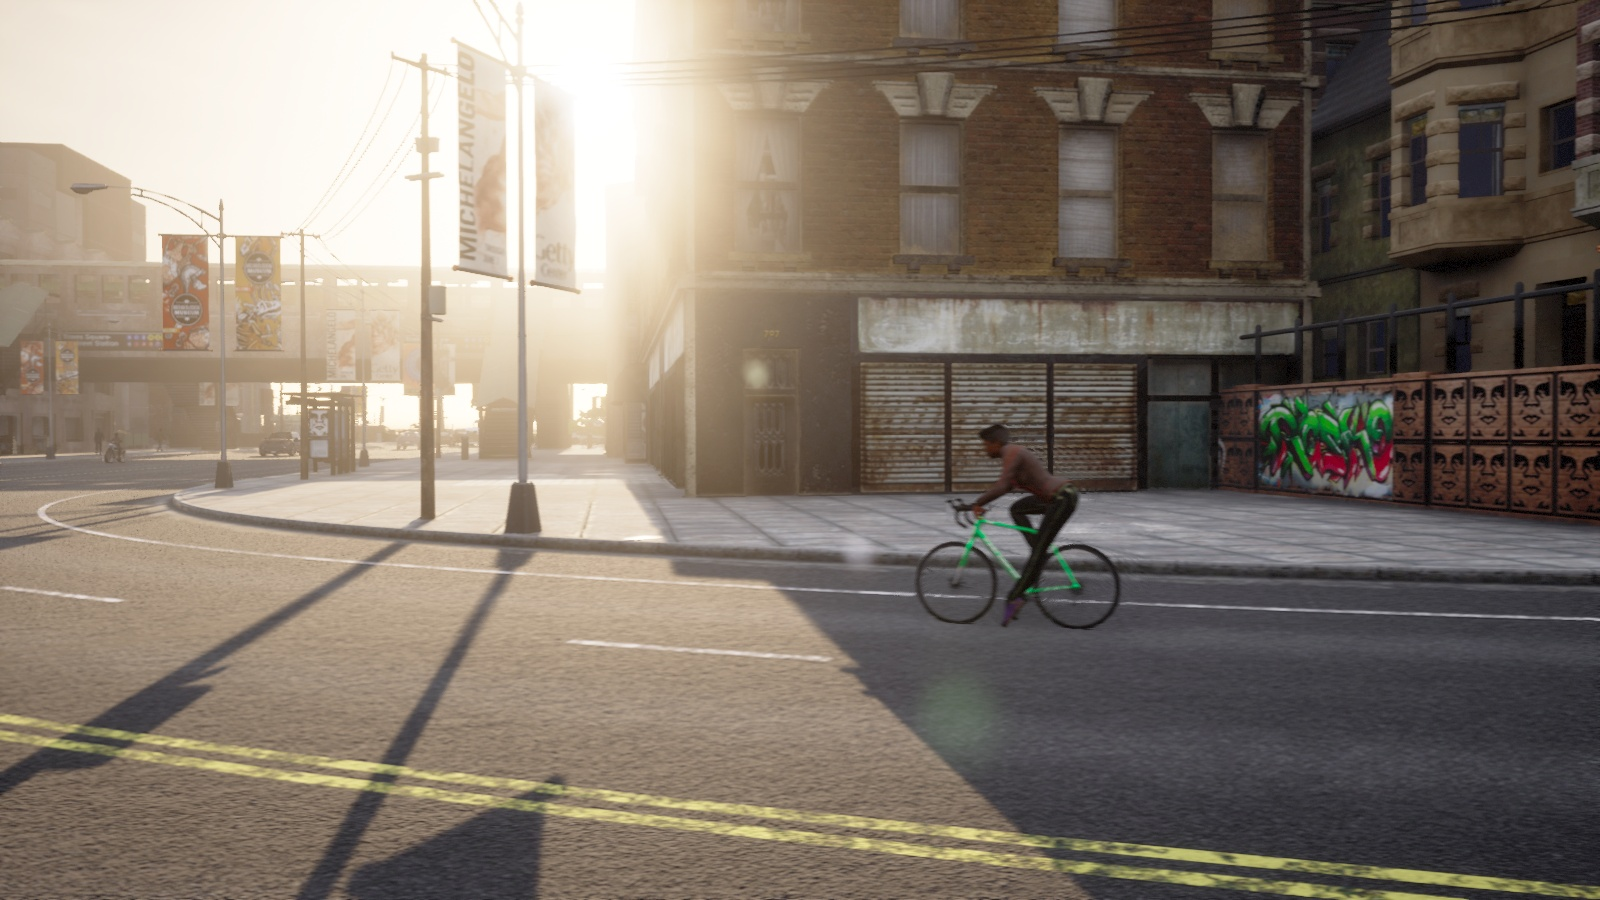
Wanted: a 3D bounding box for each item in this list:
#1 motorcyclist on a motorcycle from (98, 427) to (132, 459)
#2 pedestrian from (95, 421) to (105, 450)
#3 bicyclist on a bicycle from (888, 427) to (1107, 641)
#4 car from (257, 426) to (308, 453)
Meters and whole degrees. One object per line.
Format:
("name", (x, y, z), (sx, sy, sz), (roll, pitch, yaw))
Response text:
("motorcyclist on a motorcycle", (-35.654, -0.362, 65.429), (0.766, 1.649, 2.350), (0, 1, -8))
("pedestrian", (-45.769, -0.950, 82.113), (0.423, 1.949, 0.788), (0, 1, -14))
("bicyclist on a bicycle", (1.584, 0.633, 10.082), (1.656, 1.620, 0.582), (0, 0, 19))
("car", (-34.843, -0.744, 84.730), (2.097, 1.767, 4.553), (0, 1, -8))
